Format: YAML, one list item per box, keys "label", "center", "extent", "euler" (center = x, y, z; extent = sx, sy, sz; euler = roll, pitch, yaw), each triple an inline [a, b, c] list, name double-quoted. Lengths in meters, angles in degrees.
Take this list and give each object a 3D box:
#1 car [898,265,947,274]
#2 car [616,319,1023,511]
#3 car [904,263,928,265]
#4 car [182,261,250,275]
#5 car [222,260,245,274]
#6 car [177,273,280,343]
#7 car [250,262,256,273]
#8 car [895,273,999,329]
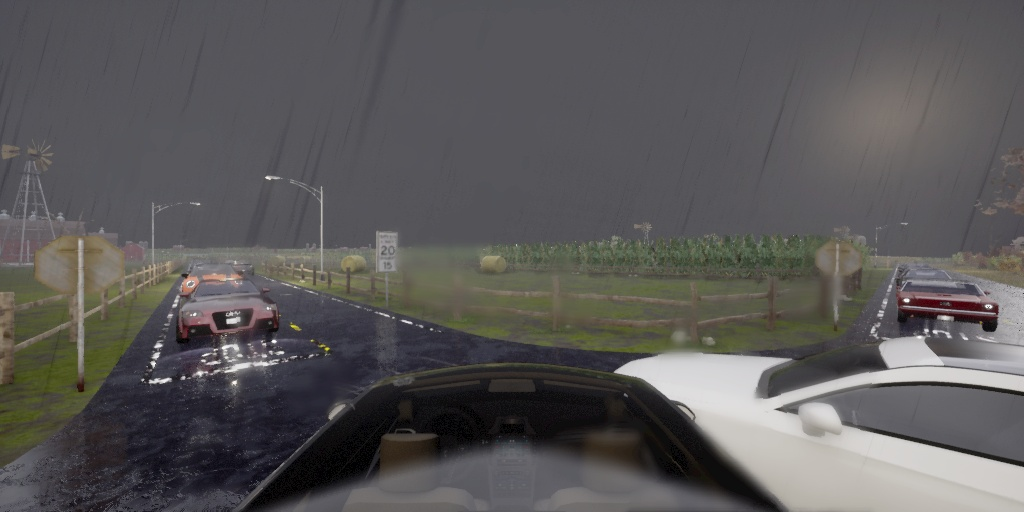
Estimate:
- label: "car"
  center: [20.644, 1.355, 17.909]
  extent: [5.357, 1.411, 2.033]
  euler: [0, 1, -43]
- label: "car"
  center: [2.844, 1.293, 2.333]
  extent: [1.812, 1.442, 4.674]
  euler: [0, 1, -44]
- label: "car"
  center: [27.416, 1.391, 24.144]
  extent: [4.181, 1.385, 1.994]
  euler: [0, 1, -43]
- label: "car"
  center: [-13.672, 1.136, 16.449]
  extent: [2.097, 1.767, 4.553]
  euler: [0, 0, -42]
- label: "car"
  center: [-33.583, 1.293, 43.193]
  extent: [1.837, 1.490, 4.892]
  euler: [0, 0, -41]
- label: "car"
  center: [-7.914, 1.353, 9.950]
  extent: [1.994, 1.385, 4.181]
  euler: [0, 0, -42]
- label: "car"
  center: [-26.883, 1.274, 35.716]
  extent: [2.128, 1.511, 4.902]
  euler: [0, 0, -41]
- label: "car"
  center: [13.548, 1.393, 11.365]
  extent: [4.718, 1.301, 1.895]
  euler: [0, 1, -43]
